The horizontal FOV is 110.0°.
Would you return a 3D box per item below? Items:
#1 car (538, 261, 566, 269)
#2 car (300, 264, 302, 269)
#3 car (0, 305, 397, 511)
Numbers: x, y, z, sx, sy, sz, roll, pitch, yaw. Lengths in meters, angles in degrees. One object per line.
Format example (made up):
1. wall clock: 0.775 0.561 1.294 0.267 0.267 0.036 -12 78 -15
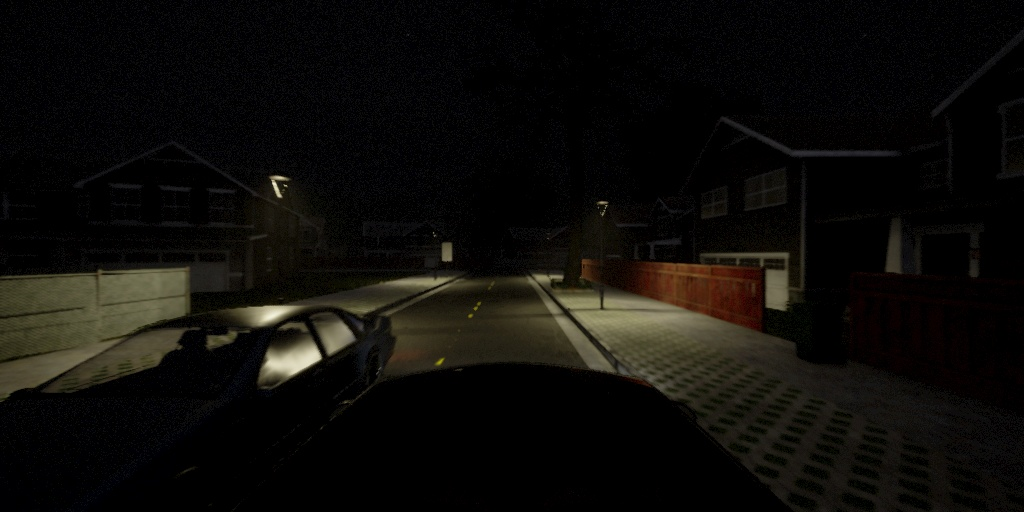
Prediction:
1. car: 6.129 1.390 52.024 4.718 1.301 1.895 1 0 -20
2. car: -26.331 0.949 40.194 4.892 1.490 1.837 1 0 -20
3. car: -2.852 1.297 3.791 2.033 1.411 5.357 0 0 0
